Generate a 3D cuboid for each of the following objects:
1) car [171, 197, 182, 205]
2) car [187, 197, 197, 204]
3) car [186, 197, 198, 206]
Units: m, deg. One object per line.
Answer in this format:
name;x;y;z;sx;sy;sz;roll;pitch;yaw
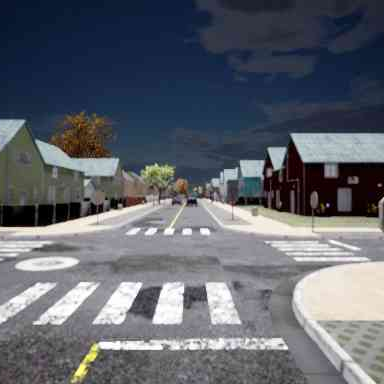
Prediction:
car;-2.766;1.679;61.132;2.033;1.411;5.357;0;0;0
car;-0.018;1.691;66.966;1.812;1.442;4.674;0;0;0
car;-0.016;1.611;56.546;1.837;1.490;4.892;0;0;0
